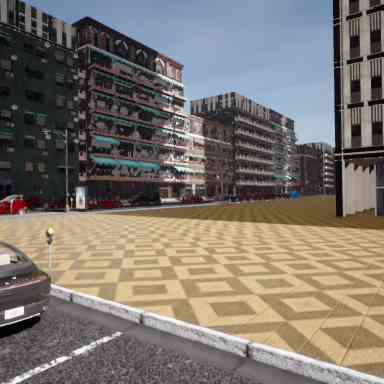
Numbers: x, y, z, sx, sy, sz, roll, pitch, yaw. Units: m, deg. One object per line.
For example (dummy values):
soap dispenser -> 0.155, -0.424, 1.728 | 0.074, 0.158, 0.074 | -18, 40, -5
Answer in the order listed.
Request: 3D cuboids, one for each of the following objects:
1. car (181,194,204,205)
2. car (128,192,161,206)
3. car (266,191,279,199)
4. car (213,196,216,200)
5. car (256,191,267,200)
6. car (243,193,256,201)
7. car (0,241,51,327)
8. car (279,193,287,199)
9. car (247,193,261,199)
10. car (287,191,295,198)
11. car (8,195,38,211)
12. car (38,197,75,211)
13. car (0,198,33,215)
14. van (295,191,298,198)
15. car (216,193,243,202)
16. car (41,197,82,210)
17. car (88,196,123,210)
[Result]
car -> 0.158, 1.062, 50.317 | 1.967, 1.590, 4.097 | -1, 0, 36
car -> -7.083, 0.963, 50.198 | 2.150, 2.045, 5.566 | -1, 0, 37
car -> 16.419, 0.740, 72.664 | 2.192, 1.841, 5.009 | -1, 0, 36
car -> 6.393, 1.028, 73.126 | 1.967, 1.590, 4.097 | -1, 0, 36
car -> 13.169, 1.046, 68.194 | 1.802, 1.307, 4.206 | -1, 0, 36
car -> 9.917, 1.048, 63.725 | 1.887, 1.381, 4.507 | -1, 0, 36
car -> -4.392, 1.553, 6.199 | 4.403, 1.369, 2.008 | 0, -1, 36
car -> 19.674, 0.938, 77.133 | 2.008, 1.369, 4.403 | -1, 0, 36
car -> 16.152, 1.040, 86.534 | 1.947, 1.339, 4.313 | -1, 0, 36
car -> 22.927, 0.932, 81.603 | 1.802, 1.307, 4.206 | -1, 0, 36
car -> -19.627, 1.228, 37.372 | 2.192, 1.841, 5.009 | -1, 0, 36
car -> -15.101, 1.368, 39.199 | 1.812, 1.442, 4.674 | -1, 0, 36
car -> -16.102, 1.413, 27.970 | 1.802, 1.307, 4.206 | -1, 0, 36
van -> 26.177, 0.654, 86.072 | 1.690, 1.788, 3.998 | -1, 0, 36
car -> 6.664, 1.093, 59.256 | 2.008, 1.369, 4.403 | -1, 0, 36
car -> -16.372, 1.415, 41.842 | 1.887, 1.381, 4.507 | -1, 0, 36
car -> -9.598, 1.186, 36.909 | 1.967, 1.590, 4.097 | -1, 0, 36
